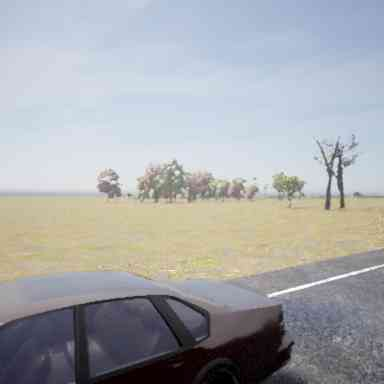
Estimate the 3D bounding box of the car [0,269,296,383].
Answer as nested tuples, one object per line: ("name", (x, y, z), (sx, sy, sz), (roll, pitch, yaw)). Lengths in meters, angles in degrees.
("car", (-1.361, 1.549, 3.024), (5.357, 1.411, 2.033), (0, 0, -35))
